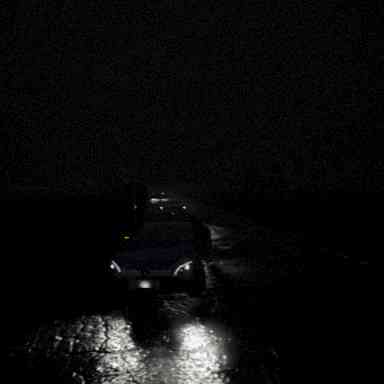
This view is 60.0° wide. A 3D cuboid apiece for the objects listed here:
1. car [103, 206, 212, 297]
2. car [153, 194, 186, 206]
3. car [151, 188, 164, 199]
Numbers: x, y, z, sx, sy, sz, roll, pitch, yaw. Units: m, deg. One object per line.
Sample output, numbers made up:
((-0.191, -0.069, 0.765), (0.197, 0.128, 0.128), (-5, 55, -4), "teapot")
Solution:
((-0.524, 1.313, 8.222), (1.812, 1.442, 4.674), (-1, 1, 8), "car")
((-1.504, 1.039, 23.303), (1.895, 1.301, 4.718), (-1, 1, -8), "car")
((-5.674, 0.111, 54.444), (2.097, 1.767, 4.553), (-1, 2, -8), "car")
